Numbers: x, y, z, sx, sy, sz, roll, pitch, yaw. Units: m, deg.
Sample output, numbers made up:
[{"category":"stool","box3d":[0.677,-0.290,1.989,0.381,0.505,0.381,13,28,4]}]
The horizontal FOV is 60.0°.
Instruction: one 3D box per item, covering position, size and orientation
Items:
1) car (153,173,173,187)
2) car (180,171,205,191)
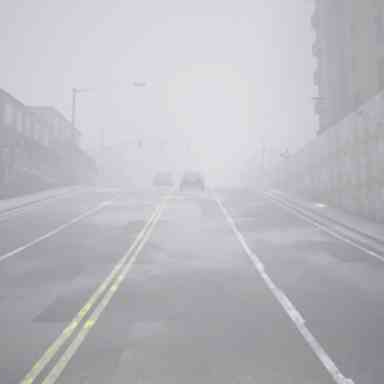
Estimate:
[{"category":"car","box3d":[-3.506,-1.421,41.473,2.150,2.045,5.566,0,-2,0]},{"category":"car","box3d":[0.021,-1.110,29.504,2.097,1.767,4.553,0,5,0]}]
